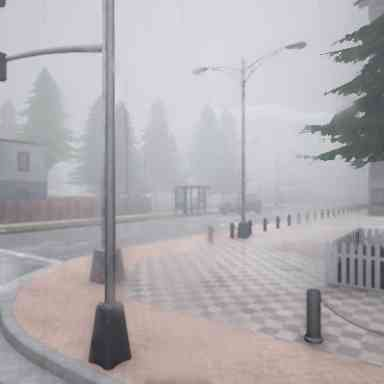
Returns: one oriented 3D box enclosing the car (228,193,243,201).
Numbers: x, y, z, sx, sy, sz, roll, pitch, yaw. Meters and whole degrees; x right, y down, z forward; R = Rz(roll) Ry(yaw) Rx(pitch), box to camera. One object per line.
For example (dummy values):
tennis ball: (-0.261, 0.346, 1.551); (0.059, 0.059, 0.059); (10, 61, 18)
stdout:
car: (10.414, 1.147, 79.350); (1.905, 1.878, 3.866); (0, 0, 36)

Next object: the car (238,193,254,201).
car: (12.678, 1.145, 78.190); (1.932, 1.855, 4.605); (0, 0, 36)

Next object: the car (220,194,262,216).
car: (4.892, 1.206, 32.545); (2.150, 2.045, 5.566); (0, 0, 37)
